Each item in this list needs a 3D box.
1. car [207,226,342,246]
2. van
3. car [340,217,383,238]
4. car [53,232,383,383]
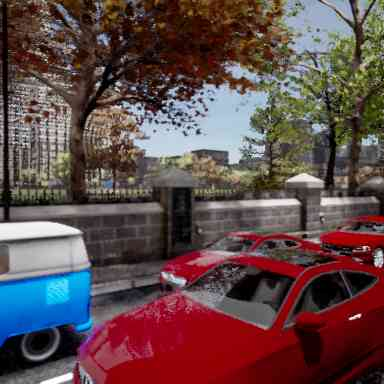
[{"bbox_3d":[1.281,1.550,7.453,4.206,1.307,1.802,0,0,-35],"label":"car"},{"bbox_3d":[-3.315,1.342,4.198,3.998,1.788,1.690,0,0,-35],"label":"van"},{"bbox_3d":[5.876,1.481,10.707,4.507,1.381,1.887,0,0,-35],"label":"car"},{"bbox_3d":[1.006,1.507,4.081,4.674,1.442,1.812,0,0,-35],"label":"car"}]
